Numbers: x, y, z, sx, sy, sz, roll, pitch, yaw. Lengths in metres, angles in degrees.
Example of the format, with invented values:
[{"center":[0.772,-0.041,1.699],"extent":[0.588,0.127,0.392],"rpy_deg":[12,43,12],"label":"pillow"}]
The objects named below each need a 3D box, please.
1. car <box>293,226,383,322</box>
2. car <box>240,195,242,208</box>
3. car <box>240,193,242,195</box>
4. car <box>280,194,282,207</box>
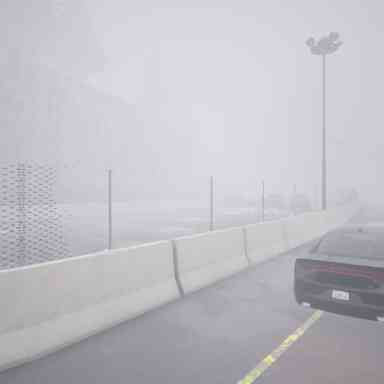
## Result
[{"center":[3.827,1.478,7.243],"extent":[1.882,1.535,5.008],"rpy_deg":[0,0,37],"label":"car"},{"center":[8.314,1.564,46.822],"extent":[1.994,1.385,4.181],"rpy_deg":[0,0,25],"label":"car"},{"center":[6.594,1.220,51.446],"extent":[2.150,2.045,5.566],"rpy_deg":[0,0,24],"label":"car"},{"center":[10.811,1.221,43.835],"extent":[2.150,2.045,5.566],"rpy_deg":[0,0,25],"label":"car"}]
